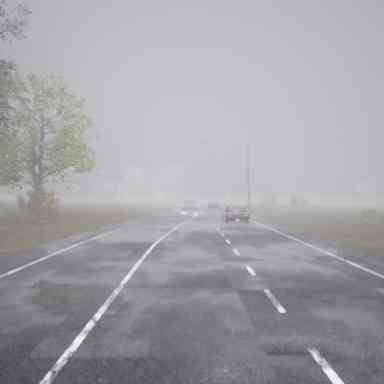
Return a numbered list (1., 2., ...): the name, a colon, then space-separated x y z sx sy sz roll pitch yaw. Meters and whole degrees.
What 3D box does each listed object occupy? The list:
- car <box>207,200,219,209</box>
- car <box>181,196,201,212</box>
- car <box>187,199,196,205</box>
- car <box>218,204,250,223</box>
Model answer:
1. car: 3.480 2.050 54.834 1.994 1.385 4.181 0 -1 0
2. car: -0.290 1.762 46.418 2.097 1.767 4.553 0 -1 3
3. car: -0.030 2.253 74.219 1.895 1.301 4.718 0 -1 0
4. car: 3.488 1.846 27.579 1.895 1.301 4.718 0 -1 0
